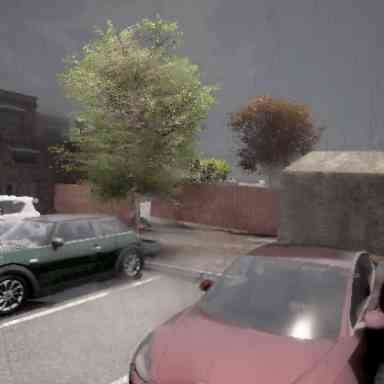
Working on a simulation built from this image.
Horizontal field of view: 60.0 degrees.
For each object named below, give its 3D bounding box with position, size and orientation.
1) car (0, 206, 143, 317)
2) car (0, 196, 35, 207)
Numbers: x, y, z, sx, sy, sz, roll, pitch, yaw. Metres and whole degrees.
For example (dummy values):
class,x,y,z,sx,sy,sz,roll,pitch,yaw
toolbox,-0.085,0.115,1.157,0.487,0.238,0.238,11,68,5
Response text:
class,x,y,z,sx,sy,sz,roll,pitch,yaw
car,-3.273,1.320,7.654,2.185,1.767,4.553,0,0,35
car,-7.754,1.168,10.776,2.435,2.045,5.566,0,0,35
